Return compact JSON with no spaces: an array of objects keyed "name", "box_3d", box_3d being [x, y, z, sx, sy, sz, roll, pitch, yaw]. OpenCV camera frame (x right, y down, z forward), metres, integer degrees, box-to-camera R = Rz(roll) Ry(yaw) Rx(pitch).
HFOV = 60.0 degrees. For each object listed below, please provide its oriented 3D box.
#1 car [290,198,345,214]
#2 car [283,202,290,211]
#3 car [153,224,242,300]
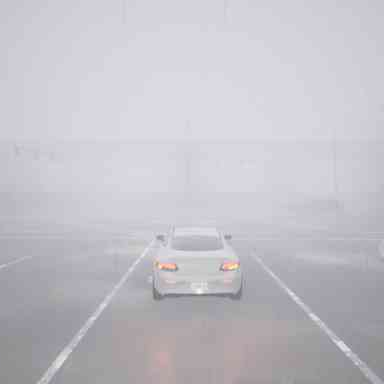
[{"name":"car","box_3d":[13.163,1.454,34.369,4.892,1.490,1.837,0,0,-4]},{"name":"car","box_3d":[13.009,1.444,38.195,4.902,1.511,2.128,0,0,2]},{"name":"car","box_3d":[0.071,1.526,8.277,1.812,1.442,4.674,0,0,-1]}]
